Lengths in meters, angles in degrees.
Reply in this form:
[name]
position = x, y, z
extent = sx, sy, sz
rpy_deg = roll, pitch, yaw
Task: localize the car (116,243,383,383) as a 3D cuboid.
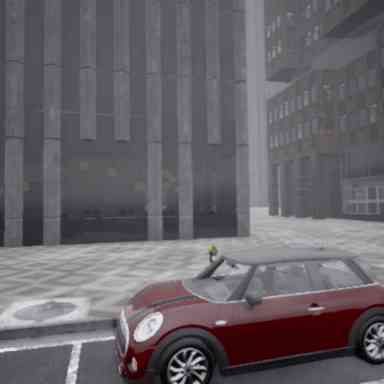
[car]
position = 0.905, 1.641, 5.103
extent = 4.097, 1.590, 1.967
rpy_deg = 0, -2, -15
